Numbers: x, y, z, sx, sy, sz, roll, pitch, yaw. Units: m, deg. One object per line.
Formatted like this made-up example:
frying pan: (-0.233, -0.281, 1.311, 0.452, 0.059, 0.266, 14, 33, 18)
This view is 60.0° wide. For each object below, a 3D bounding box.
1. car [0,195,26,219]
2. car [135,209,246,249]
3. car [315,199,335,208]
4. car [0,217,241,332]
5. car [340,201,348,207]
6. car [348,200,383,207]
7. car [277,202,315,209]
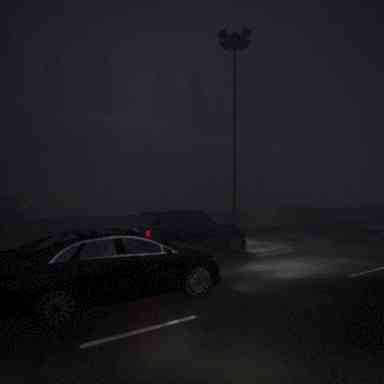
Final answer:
car: (-14.818, 1.254, 23.515, 5.566, 2.045, 2.150, 1, 0, -35)
car: (-0.151, 1.399, 12.201, 4.553, 1.767, 2.097, 1, 0, -35)
car: (20.417, 1.858, 52.069, 4.181, 1.385, 1.994, 0, 0, -35)
car: (-1.584, 1.513, 6.906, 4.902, 1.511, 2.128, 0, 0, -35)
car: (24.442, 1.870, 50.656, 4.181, 1.385, 1.994, 0, 0, -35)
car: (21.462, 1.798, 39.980, 5.357, 1.411, 2.033, 0, 0, -35)
car: (11.399, 1.761, 37.324, 4.181, 1.385, 1.994, 0, 0, -34)
